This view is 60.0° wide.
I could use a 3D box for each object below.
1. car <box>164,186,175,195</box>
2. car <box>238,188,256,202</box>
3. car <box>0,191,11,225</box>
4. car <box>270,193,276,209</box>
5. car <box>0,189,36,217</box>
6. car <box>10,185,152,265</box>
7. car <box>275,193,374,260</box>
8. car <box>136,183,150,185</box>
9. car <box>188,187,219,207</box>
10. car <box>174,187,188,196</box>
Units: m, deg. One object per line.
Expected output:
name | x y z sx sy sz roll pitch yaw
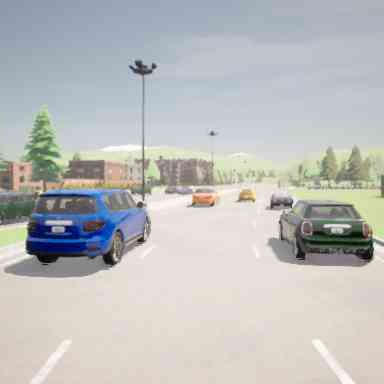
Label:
car | -3.783 -0.289 62.362 1.837 1.490 4.892 0 2 13
car | 6.669 0.312 39.967 1.882 1.535 5.008 0 2 13
car | -10.454 0.816 18.412 2.097 1.767 4.553 0 2 15
car | 7.928 0.734 29.651 1.895 1.301 4.718 0 2 13
car | -12.990 0.701 22.416 2.097 1.767 4.553 0 2 14
car | -2.916 0.910 10.619 2.150 2.045 5.566 0 2 6
car | 4.249 1.021 11.219 2.097 1.767 4.553 0 2 7
car | -8.642 -0.433 56.874 2.150 2.045 5.566 0 2 13
car | 1.406 0.405 32.493 2.097 1.767 4.553 0 2 12
car | -1.164 -0.165 58.177 1.812 1.442 4.674 0 2 13
